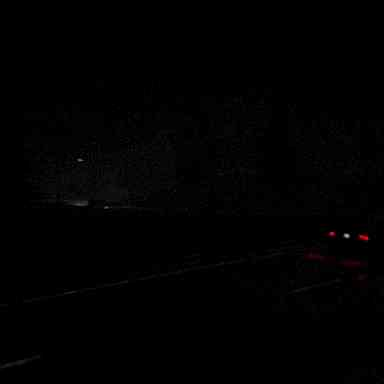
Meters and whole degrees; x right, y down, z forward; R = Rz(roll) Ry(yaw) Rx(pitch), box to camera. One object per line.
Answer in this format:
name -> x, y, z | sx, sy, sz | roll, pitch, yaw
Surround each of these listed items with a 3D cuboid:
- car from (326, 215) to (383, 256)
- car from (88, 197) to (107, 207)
car -> 7.730, 1.681, 13.685 | 5.357, 1.411, 2.033 | 1, 0, -35
car -> -15.928, 1.660, 55.792 | 1.882, 1.535, 5.008 | 1, -1, -35
